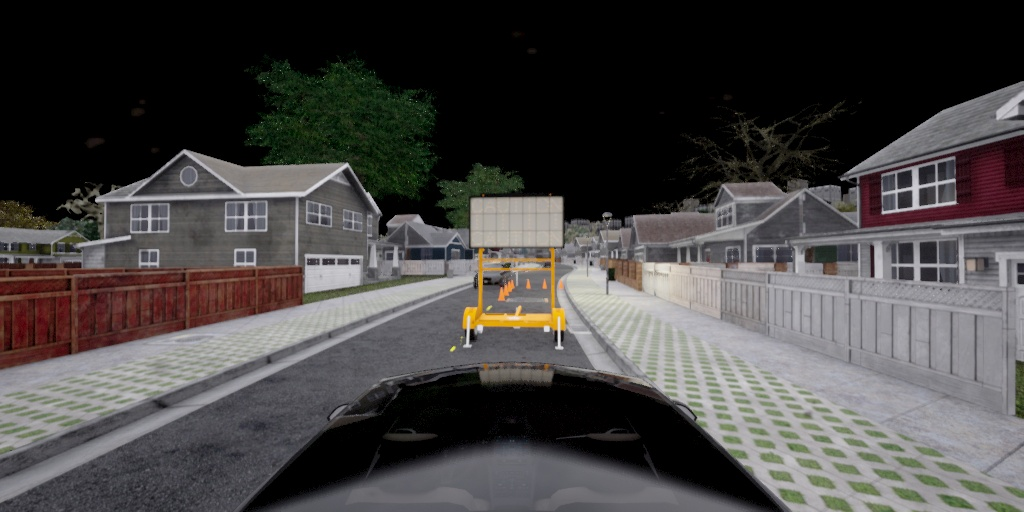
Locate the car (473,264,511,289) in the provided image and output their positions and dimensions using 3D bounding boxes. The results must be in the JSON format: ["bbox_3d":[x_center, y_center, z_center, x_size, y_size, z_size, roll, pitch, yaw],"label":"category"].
[{"bbox_3d":[-1.232,1.273,23.440,1.837,1.490,4.892,0,0,8],"label":"car"}]

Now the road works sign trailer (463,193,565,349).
[{"bbox_3d":[0.130,0.214,9.167,2.380,3.560,2.880,0,0,5],"label":"road works sign trailer"}]

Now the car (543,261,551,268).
[{"bbox_3d":[6.585,1.392,63.912,2.033,1.411,5.357,0,0,8],"label":"car"}]
